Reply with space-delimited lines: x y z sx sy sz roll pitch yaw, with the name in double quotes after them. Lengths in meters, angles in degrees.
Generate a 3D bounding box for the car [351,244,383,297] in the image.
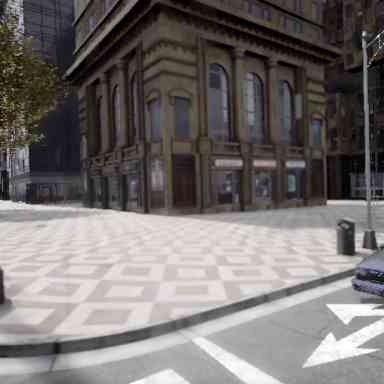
5.792 1.435 7.496 5.357 1.411 2.033 -1 0 -36 "car"
